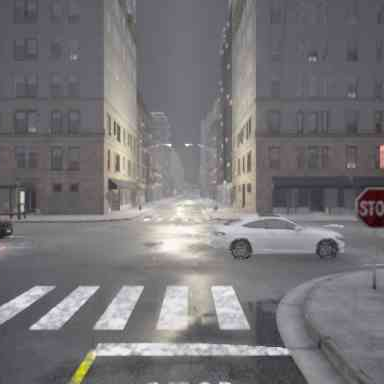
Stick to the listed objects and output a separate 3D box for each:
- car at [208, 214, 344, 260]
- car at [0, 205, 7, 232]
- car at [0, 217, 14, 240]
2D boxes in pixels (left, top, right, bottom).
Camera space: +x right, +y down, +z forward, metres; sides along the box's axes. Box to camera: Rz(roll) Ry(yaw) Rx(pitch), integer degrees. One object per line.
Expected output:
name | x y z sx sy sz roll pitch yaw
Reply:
car | 2.895 1.530 11.783 4.674 1.442 1.812 0 0 0
car | -13.254 1.529 18.460 4.892 1.490 1.837 0 0 0
car | -10.731 1.499 15.012 5.008 1.535 1.882 0 0 0
